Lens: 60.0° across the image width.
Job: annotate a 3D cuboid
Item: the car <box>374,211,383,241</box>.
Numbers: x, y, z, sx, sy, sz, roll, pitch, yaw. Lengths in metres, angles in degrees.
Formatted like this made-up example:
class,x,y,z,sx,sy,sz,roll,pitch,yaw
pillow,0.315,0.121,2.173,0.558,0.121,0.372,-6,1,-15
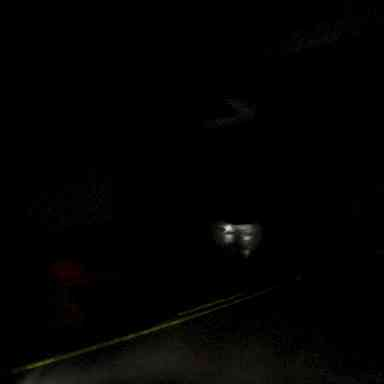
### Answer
class,x,y,z,sx,sy,sz,roll,pitch,yaw
car,10.523,1.623,16.906,1.882,1.535,5.008,0,-1,34

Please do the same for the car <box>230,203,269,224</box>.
class,x,y,z,sx,sy,sz,roll,pitch,yaw
car,4.850,1.703,27.721,1.882,1.535,5.008,0,-1,33
